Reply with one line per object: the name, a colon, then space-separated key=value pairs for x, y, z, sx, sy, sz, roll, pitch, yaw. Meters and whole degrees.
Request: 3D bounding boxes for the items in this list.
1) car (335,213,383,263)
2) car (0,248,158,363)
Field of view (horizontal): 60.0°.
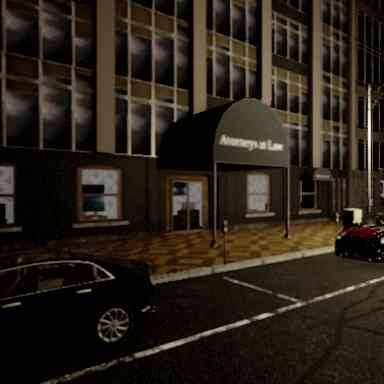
car: x=6.669 y=1.435 z=11.314 sx=4.097 sy=1.590 sz=1.967 roll=0 pitch=0 yaw=-35
car: x=-2.611 y=1.551 z=4.698 sx=4.403 sy=1.369 sz=2.008 roll=0 pitch=0 yaw=-35
